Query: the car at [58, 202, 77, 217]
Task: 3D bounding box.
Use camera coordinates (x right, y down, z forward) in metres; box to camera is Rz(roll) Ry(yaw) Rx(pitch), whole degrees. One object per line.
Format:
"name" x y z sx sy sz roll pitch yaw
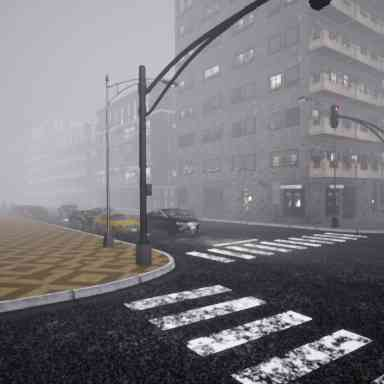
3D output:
"car" -13.679 2.131 37.401 1.837 1.490 4.892 -1 0 -36

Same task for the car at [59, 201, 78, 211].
"car" -21.515 2.366 57.797 1.967 1.590 4.097 -2 0 -36

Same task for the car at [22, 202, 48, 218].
"car" -18.219 2.262 39.166 1.887 1.381 4.507 -2 0 -36

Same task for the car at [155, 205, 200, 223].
"car" -1.424 1.915 30.461 2.008 1.369 4.403 -2 0 -36

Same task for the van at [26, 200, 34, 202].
"van" -41.607 2.831 85.133 1.690 1.788 3.998 -2 0 -36

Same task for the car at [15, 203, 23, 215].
"car" -21.566 2.392 43.722 1.802 1.307 4.206 -2 0 -36

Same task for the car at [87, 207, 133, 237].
"car" -4.728 1.865 20.805 1.752 1.417 4.829 -2 0 -36

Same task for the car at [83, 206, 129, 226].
"car" -7.665 2.006 29.197 2.033 1.411 5.357 -1 -1 -36

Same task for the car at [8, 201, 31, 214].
"car" -24.915 2.449 48.278 1.887 1.381 4.507 -2 0 -36

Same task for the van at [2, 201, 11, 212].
"van" -31.618 2.433 57.390 1.690 1.788 3.998 -2 0 -36

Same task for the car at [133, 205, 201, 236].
"car" -1.397 1.775 20.663 2.128 1.511 4.902 -1 -1 -36

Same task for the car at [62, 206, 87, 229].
"car" -8.175 2.002 25.498 1.947 1.339 4.313 -2 0 -36
